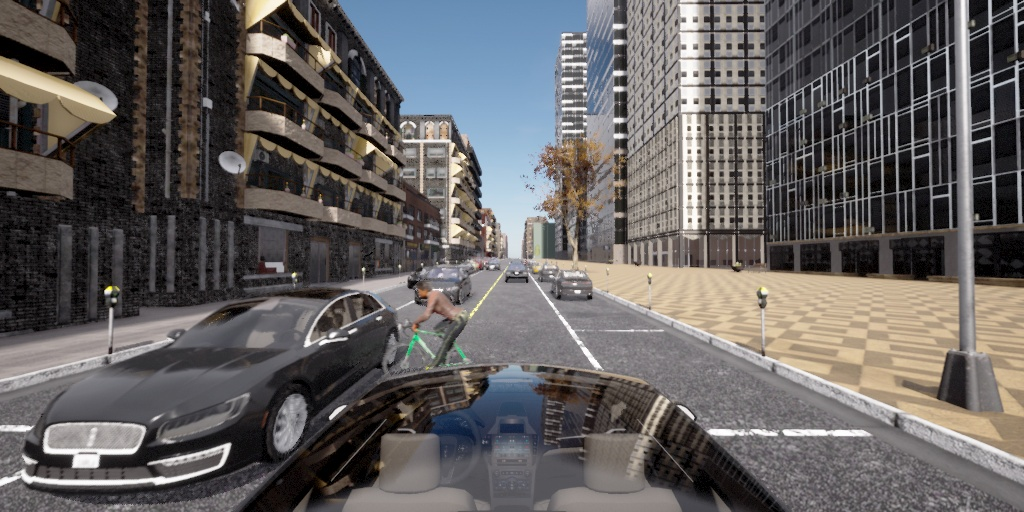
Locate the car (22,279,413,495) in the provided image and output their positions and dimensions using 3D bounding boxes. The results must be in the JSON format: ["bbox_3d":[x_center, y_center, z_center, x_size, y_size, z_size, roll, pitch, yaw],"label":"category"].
[{"bbox_3d":[-3.074,1.259,5.043,1.837,1.490,4.892,0,0,1],"label":"car"}]

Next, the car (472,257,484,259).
[{"bbox_3d":[-5.122,1.115,51.274,2.192,1.841,5.009,0,0,1],"label":"car"}]

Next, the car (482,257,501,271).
[{"bbox_3d":[-2.555,1.289,49.109,2.128,1.511,4.902,0,0,1],"label":"car"}]

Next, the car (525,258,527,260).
[{"bbox_3d":[0.600,1.271,45.385,1.882,1.535,5.008,0,0,1],"label":"car"}]

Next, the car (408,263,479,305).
[{"bbox_3d":[-2.939,1.253,16.111,2.128,1.511,4.902,0,0,1],"label":"car"}]

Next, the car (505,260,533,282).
[{"bbox_3d":[0.410,1.323,29.380,2.033,1.411,5.357,0,0,1],"label":"car"}]

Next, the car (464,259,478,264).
[{"bbox_3d":[-5.253,1.353,40.136,1.948,1.339,4.313,0,0,1],"label":"car"}]

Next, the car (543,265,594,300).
[{"bbox_3d":[2.866,1.314,17.759,2.007,1.370,4.403,0,0,1],"label":"car"}]

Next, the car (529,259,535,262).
[{"bbox_3d":[3.129,1.312,40.207,1.751,1.417,4.829,0,0,1],"label":"car"}]

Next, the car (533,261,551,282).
[{"bbox_3d":[2.997,1.325,28.897,2.007,1.370,4.403,0,0,1],"label":"car"}]

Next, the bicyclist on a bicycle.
[{"bbox_3d":[-1.178,1.206,5.532,1.656,1.620,0.582,-1,0,1],"label":"bicyclist on a bicycle"}]

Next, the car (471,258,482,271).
[{"bbox_3d":[-5.189,1.319,45.534,1.751,1.417,4.829,0,0,1],"label":"car"}]
